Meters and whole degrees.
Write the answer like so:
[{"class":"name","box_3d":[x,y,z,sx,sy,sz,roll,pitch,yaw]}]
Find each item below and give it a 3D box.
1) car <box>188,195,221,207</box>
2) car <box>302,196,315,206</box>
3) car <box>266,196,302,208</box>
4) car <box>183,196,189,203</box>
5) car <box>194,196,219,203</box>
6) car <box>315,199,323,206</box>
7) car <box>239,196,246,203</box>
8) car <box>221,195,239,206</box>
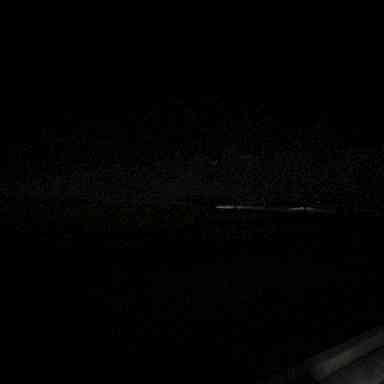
[{"class":"car","box_3d":[1.871,1.496,49.369,1.994,1.385,4.181,0,0,-36]},{"class":"car","box_3d":[14.943,1.455,49.261,2.033,1.411,5.357,0,0,-36]},{"class":"car","box_3d":[12.489,1.420,46.682,1.837,1.490,4.892,0,0,-36]},{"class":"car","box_3d":[0.264,1.395,63.580,1.882,1.535,5.008,0,0,-36]},{"class":"car","box_3d":[2.816,1.463,66.027,2.033,1.411,5.357,0,0,-36]},{"class":"car","box_3d":[17.765,1.404,51.352,1.837,1.490,4.892,0,0,-36]},{"class":"car","box_3d":[8.320,1.389,64.373,2.128,1.511,4.902,0,0,-35]},{"class":"car","box_3d":[4.522,1.428,51.673,1.837,1.490,4.892,0,0,-36]}]
